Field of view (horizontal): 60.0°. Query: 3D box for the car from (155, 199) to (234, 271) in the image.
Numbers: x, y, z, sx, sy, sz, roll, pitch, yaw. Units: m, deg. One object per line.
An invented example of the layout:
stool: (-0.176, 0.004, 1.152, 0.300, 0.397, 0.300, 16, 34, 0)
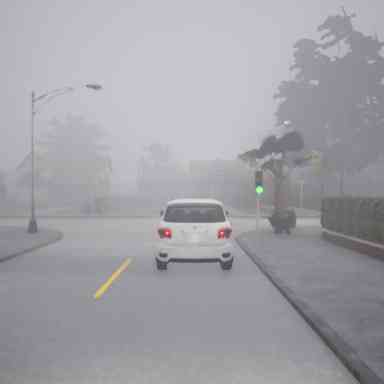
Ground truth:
car: (0.066, 1.222, 11.081, 2.150, 2.045, 5.566, 0, 0, 0)
